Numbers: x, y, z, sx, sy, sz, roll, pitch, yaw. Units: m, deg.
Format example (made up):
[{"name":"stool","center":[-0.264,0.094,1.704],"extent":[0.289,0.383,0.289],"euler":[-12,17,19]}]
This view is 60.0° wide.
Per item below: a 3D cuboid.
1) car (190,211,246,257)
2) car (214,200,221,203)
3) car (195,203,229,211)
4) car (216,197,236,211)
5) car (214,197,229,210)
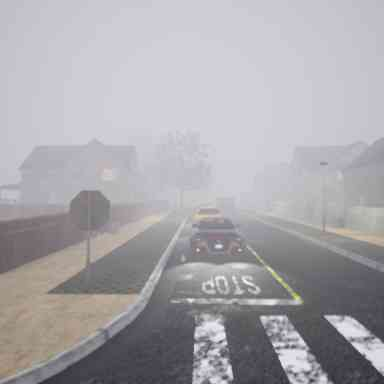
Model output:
[{"name":"car","center":[0.960,1.687,13.299],"extent":[1.994,1.385,4.181],"euler":[0,-1,1]},{"name":"car","center":[1.379,1.845,32.397],"extent":[2.128,1.511,4.902],"euler":[0,-1,1]},{"name":"car","center":[1.147,1.704,22.103],"extent":[1.882,1.535,5.008],"euler":[0,-1,1]},{"name":"car","center":[4.571,1.731,44.177],"extent":[2.150,2.045,5.566],"euler":[0,-1,1]},{"name":"car","center":[4.806,1.890,54.919],"extent":[2.150,2.045,5.566],"euler":[0,-1,1]}]
